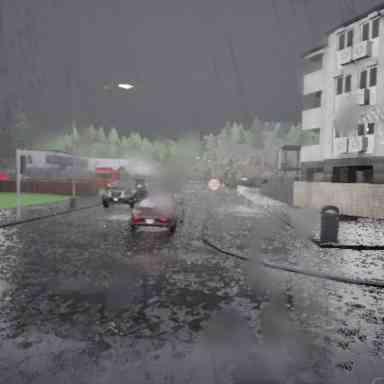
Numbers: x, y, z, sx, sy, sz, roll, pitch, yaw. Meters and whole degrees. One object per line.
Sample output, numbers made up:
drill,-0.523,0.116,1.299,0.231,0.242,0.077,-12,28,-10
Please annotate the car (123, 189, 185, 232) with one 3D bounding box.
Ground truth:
car,-1.406,0.835,14.806,1.812,1.442,4.674,2,2,4

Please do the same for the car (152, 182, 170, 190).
car,-3.969,-0.273,34.996,2.097,1.767,4.553,2,2,5

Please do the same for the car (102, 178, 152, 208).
car,-4.800,0.017,24.666,2.150,2.045,5.566,2,2,5

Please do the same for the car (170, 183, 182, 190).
car,-2.723,-0.640,50.121,1.895,1.301,4.718,2,2,5
